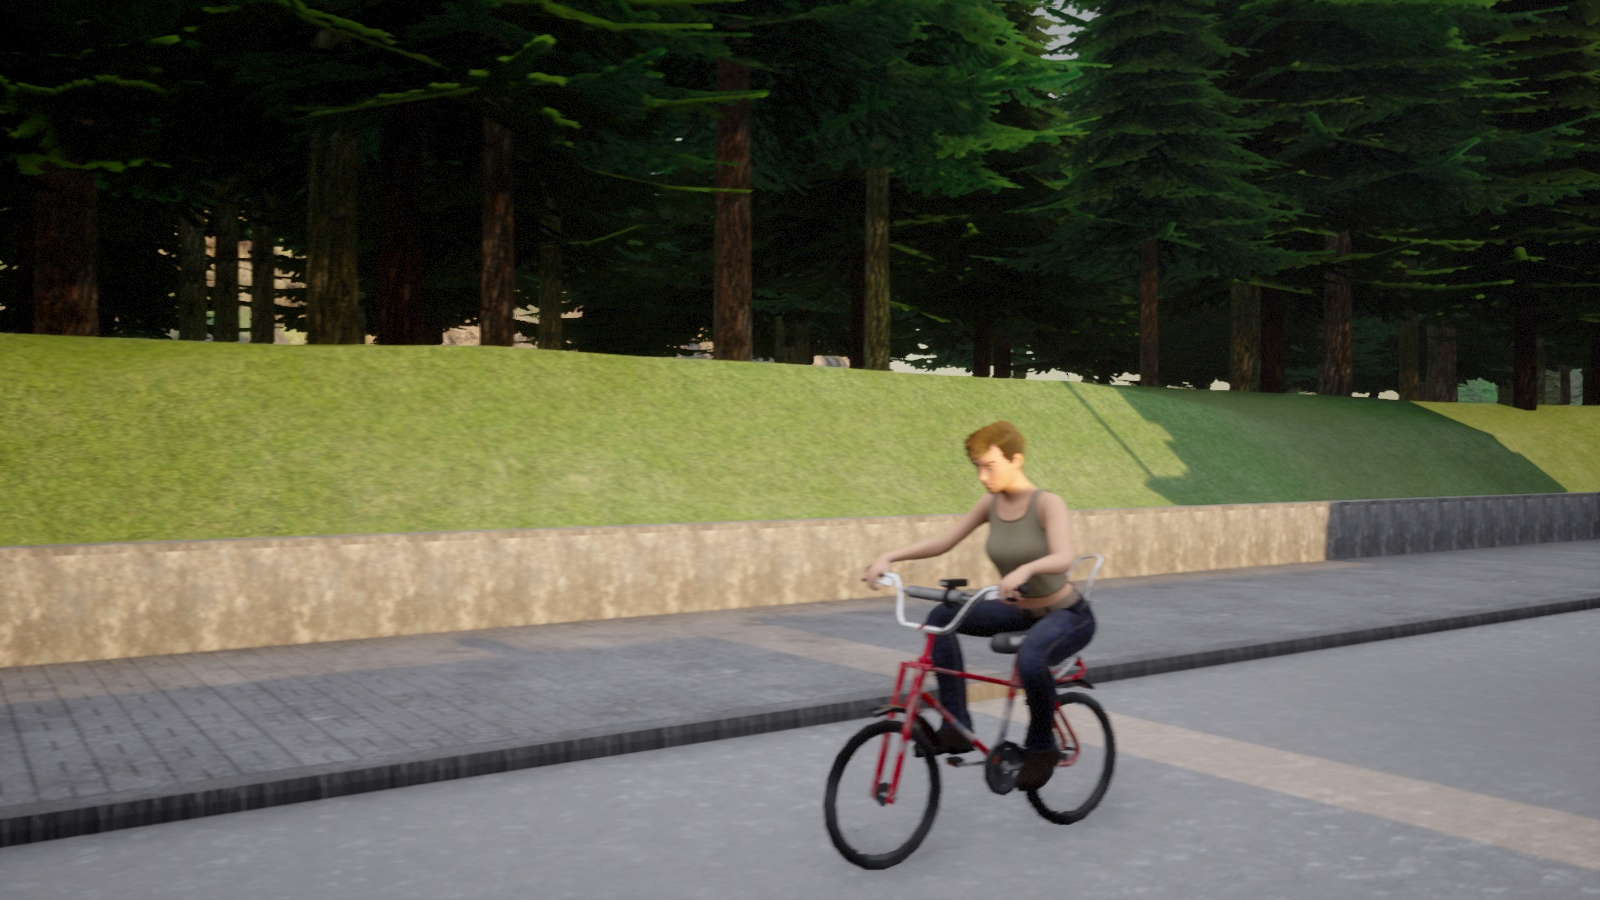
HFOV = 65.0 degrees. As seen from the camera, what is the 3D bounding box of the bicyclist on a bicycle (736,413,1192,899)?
[{"bbox_3d":[0.633,0.691,4.725,1.509,1.612,0.866,0,0,-35],"label":"bicyclist on a bicycle"}]
